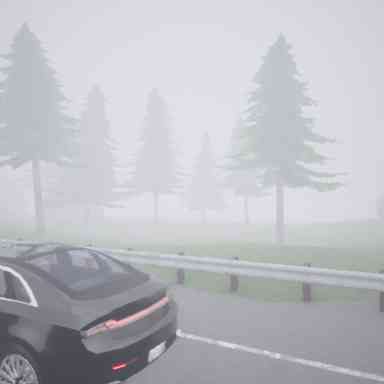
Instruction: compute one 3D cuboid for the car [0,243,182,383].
[{"bbox_3d":[-2.516,1.506,4.706,4.902,1.511,2.128,0,0,28],"label":"car"}]
